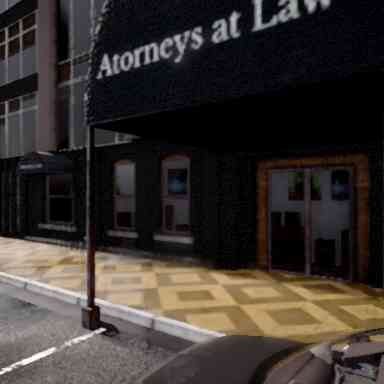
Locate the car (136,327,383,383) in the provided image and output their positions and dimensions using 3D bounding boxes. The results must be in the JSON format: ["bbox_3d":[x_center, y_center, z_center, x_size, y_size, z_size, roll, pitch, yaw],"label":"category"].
[{"bbox_3d":[1.476,1.550,1.823,4.403,1.369,2.008,0,0,35],"label":"car"}]
